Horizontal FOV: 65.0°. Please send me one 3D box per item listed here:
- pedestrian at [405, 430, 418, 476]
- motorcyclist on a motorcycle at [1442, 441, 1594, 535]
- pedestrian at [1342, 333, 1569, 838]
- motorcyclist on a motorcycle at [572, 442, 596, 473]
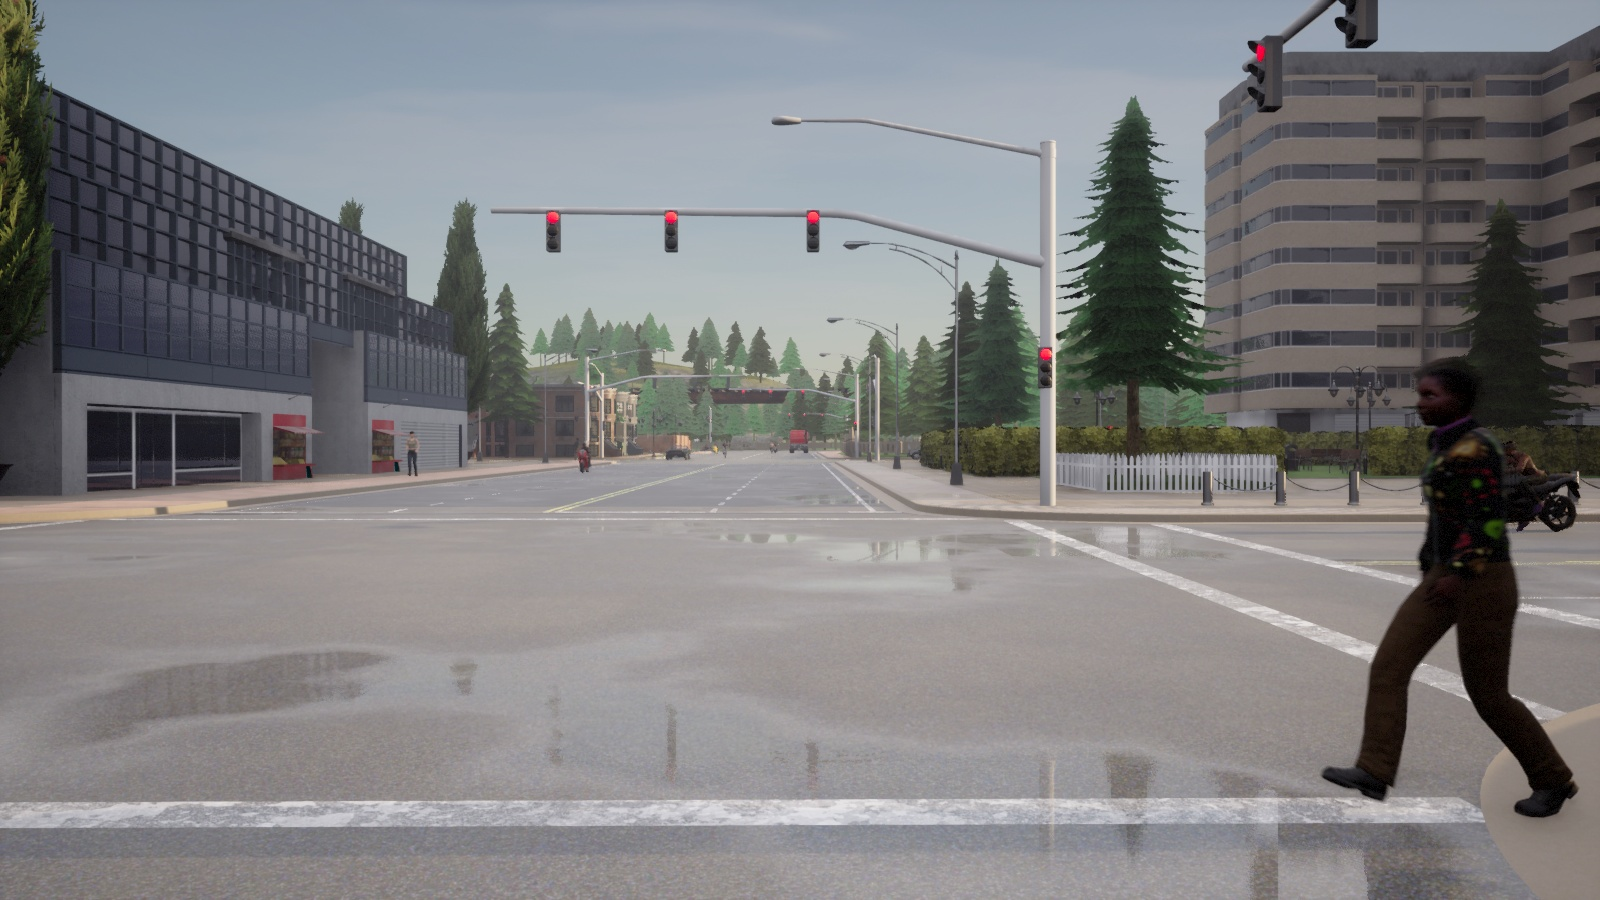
[{"bbox_3d":[-15.542,0.109,50.285,0.345,1.836,0.594,0,0,0],"label":"pedestrian"},{"bbox_3d":[11.870,0.621,20.800,2.044,1.523,0.797,0,0,0],"label":"motorcyclist on a motorcycle"},{"bbox_3d":[2.591,0.519,5.001,0.692,1.930,0.395,0,0,1],"label":"pedestrian"},{"bbox_3d":[-10.668,0.370,62.081,0.797,1.523,2.044,0,0,0],"label":"motorcyclist on a motorcycle"}]
